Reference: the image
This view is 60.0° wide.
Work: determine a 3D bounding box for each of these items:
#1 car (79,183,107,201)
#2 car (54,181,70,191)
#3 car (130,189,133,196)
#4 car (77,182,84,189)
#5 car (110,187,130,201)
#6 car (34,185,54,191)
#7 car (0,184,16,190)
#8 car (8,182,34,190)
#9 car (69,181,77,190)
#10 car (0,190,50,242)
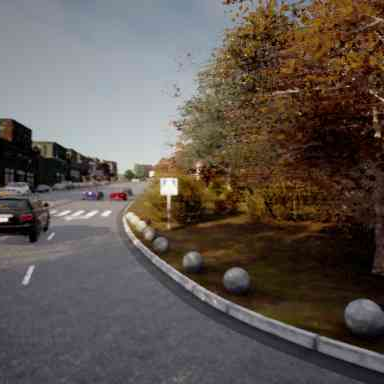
[{"bbox_3d":[-12.947,0.145,43.681,2.097,1.767,4.553,0,2,-6],"label":"car"},{"bbox_3d":[-27.740,-0.969,69.360,2.231,1.521,4.892,0,2,-7],"label":"car"},{"bbox_3d":[-10.819,-0.098,54.291,1.837,1.490,4.892,0,2,-6],"label":"car"},{"bbox_3d":[-29.539,-1.574,84.150,2.231,1.521,4.892,0,2,-6],"label":"car"},{"bbox_3d":[-9.535,0.323,43.361,1.882,1.535,5.008,0,2,-7],"label":"car"},{"bbox_3d":[-26.447,-0.491,58.358,2.163,1.488,4.792,0,2,-7],"label":"car"},{"bbox_3d":[-24.473,0.160,41.632,1.946,1.575,5.366,0,2,-7],"label":"car"},{"bbox_3d":[-25.146,-0.324,47.386,2.435,2.045,5.566,0,2,-7],"label":"car"},{"bbox_3d":[-28.379,-1.444,74.798,2.435,2.045,5.566,0,2,-7],"label":"car"},{"bbox_3d":[-8.299,1.131,15.968,2.150,2.045,5.566,1,2,-16],"label":"car"}]
